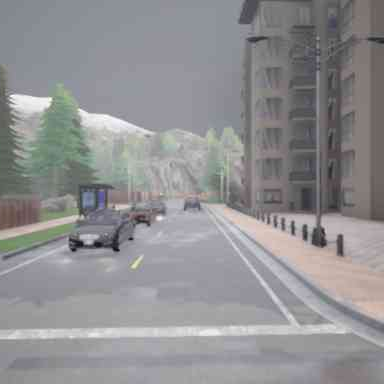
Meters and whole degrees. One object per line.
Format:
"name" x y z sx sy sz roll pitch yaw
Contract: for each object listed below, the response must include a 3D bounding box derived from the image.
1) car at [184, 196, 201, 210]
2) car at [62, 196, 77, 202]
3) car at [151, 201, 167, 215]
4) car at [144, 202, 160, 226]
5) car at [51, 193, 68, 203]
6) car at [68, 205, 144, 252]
"car" 0.060 1.336 42.579 2.097 1.767 4.553 0 0 1
"car" -24.987 1.174 69.555 1.932 1.855 4.605 0 0 -1
"car" -3.557 1.557 33.253 1.994 1.385 4.181 0 0 0
"car" -3.580 1.597 23.230 1.895 1.301 4.718 0 0 0
"car" -27.492 1.179 69.110 1.905 1.878 3.866 0 0 -1
"car" -3.587 1.490 13.999 2.128 1.511 4.902 0 0 0
